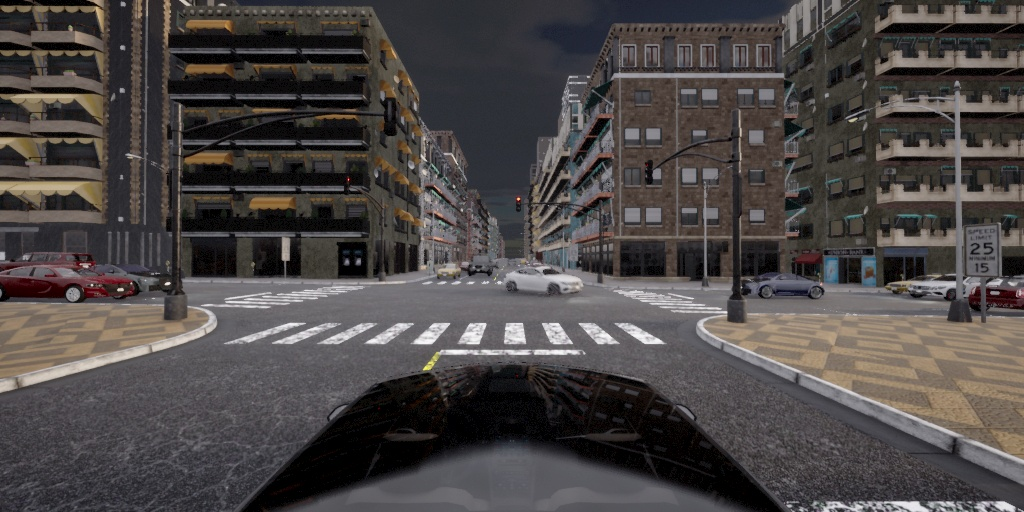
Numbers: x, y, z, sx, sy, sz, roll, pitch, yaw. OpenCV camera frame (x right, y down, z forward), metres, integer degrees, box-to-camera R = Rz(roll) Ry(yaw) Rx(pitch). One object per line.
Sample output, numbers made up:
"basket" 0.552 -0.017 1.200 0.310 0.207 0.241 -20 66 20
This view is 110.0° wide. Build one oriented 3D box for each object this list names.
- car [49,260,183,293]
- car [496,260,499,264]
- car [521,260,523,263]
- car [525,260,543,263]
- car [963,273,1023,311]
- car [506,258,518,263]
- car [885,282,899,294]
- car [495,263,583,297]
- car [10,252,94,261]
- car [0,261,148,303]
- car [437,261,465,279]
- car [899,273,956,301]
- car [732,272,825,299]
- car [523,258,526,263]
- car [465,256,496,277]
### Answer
"car" -17.674 1.049 16.307 4.181 1.385 1.994 1 -1 -1
"car" -3.077 1.271 56.151 1.837 1.490 4.892 0 0 0
"car" 2.702 1.348 54.934 1.802 1.307 4.207 0 0 0
"car" 2.699 1.305 38.364 1.888 1.381 4.507 0 0 0
"car" 20.837 1.501 14.030 4.097 1.591 1.967 0 0 0
"car" 0.014 1.261 63.793 2.128 1.511 4.902 0 0 0
"car" 26.251 1.756 22.384 4.829 1.417 1.751 0 0 0
"car" 1.520 1.280 19.256 4.674 1.442 1.812 0 1 43
"car" -28.642 0.686 22.013 5.009 1.841 2.192 0 0 0
"car" -17.260 1.011 13.716 4.507 1.381 1.888 0 0 0
"car" -5.683 1.283 32.686 1.751 1.417 4.829 0 0 0
"car" 24.837 1.706 19.822 4.674 1.442 1.812 1 -1 0
"car" 14.573 1.584 19.748 4.181 1.385 1.994 1 -1 -1
"car" 2.700 1.201 43.888 1.967 1.591 4.097 0 0 0
"car" -3.097 0.980 35.780 2.150 2.045 5.566 0 0 0
